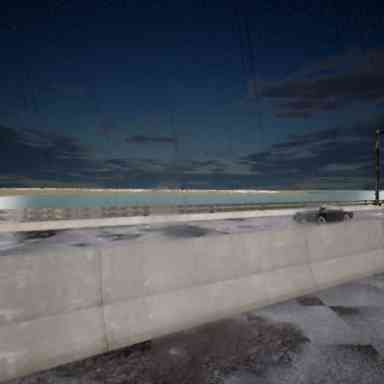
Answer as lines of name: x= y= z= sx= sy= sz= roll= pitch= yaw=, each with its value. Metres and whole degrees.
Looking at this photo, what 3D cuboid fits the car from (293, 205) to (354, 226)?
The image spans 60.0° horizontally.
car: x=9.241 y=1.594 z=23.344 sx=4.718 sy=1.301 sz=1.895 roll=0 pitch=0 yaw=-35
